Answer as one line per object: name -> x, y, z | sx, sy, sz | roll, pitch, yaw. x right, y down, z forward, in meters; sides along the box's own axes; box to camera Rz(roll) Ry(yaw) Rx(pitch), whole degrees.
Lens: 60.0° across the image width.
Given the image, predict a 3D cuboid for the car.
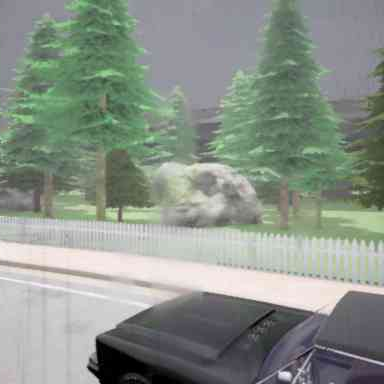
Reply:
car -> 1.314, 1.575, 2.705 | 4.718, 1.301, 1.895 | 1, 1, 34
